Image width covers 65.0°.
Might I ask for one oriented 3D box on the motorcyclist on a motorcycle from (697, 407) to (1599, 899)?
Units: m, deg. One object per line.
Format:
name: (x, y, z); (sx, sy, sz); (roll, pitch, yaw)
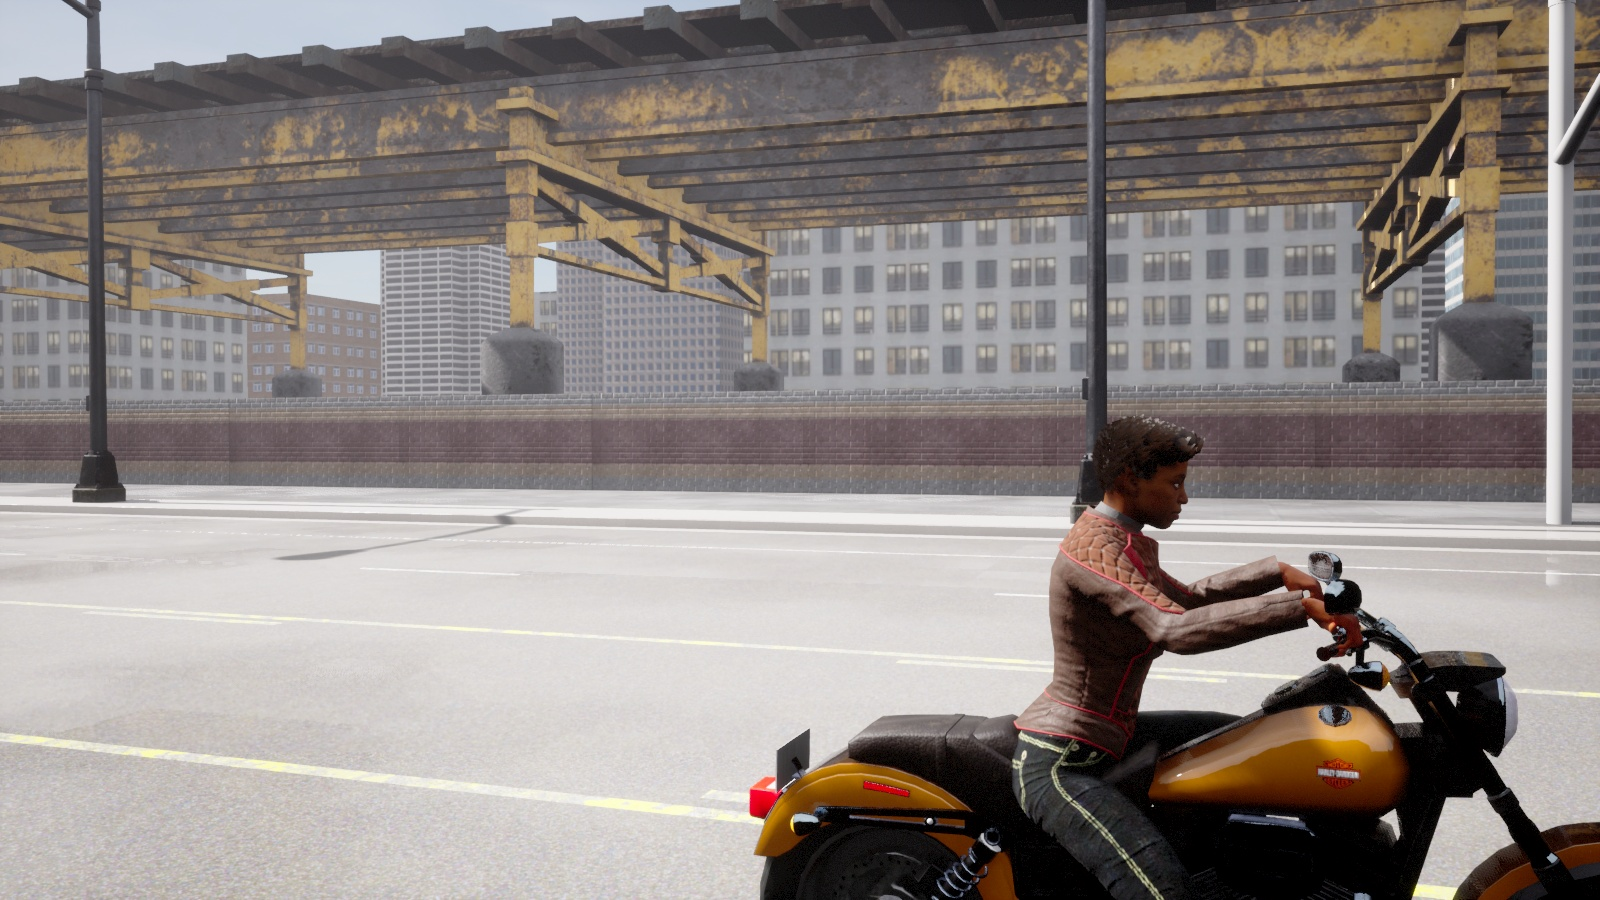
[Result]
motorcyclist on a motorcycle: (0.997, 0.734, 2.890); (2.350, 1.649, 0.766); (1, 1, 20)
